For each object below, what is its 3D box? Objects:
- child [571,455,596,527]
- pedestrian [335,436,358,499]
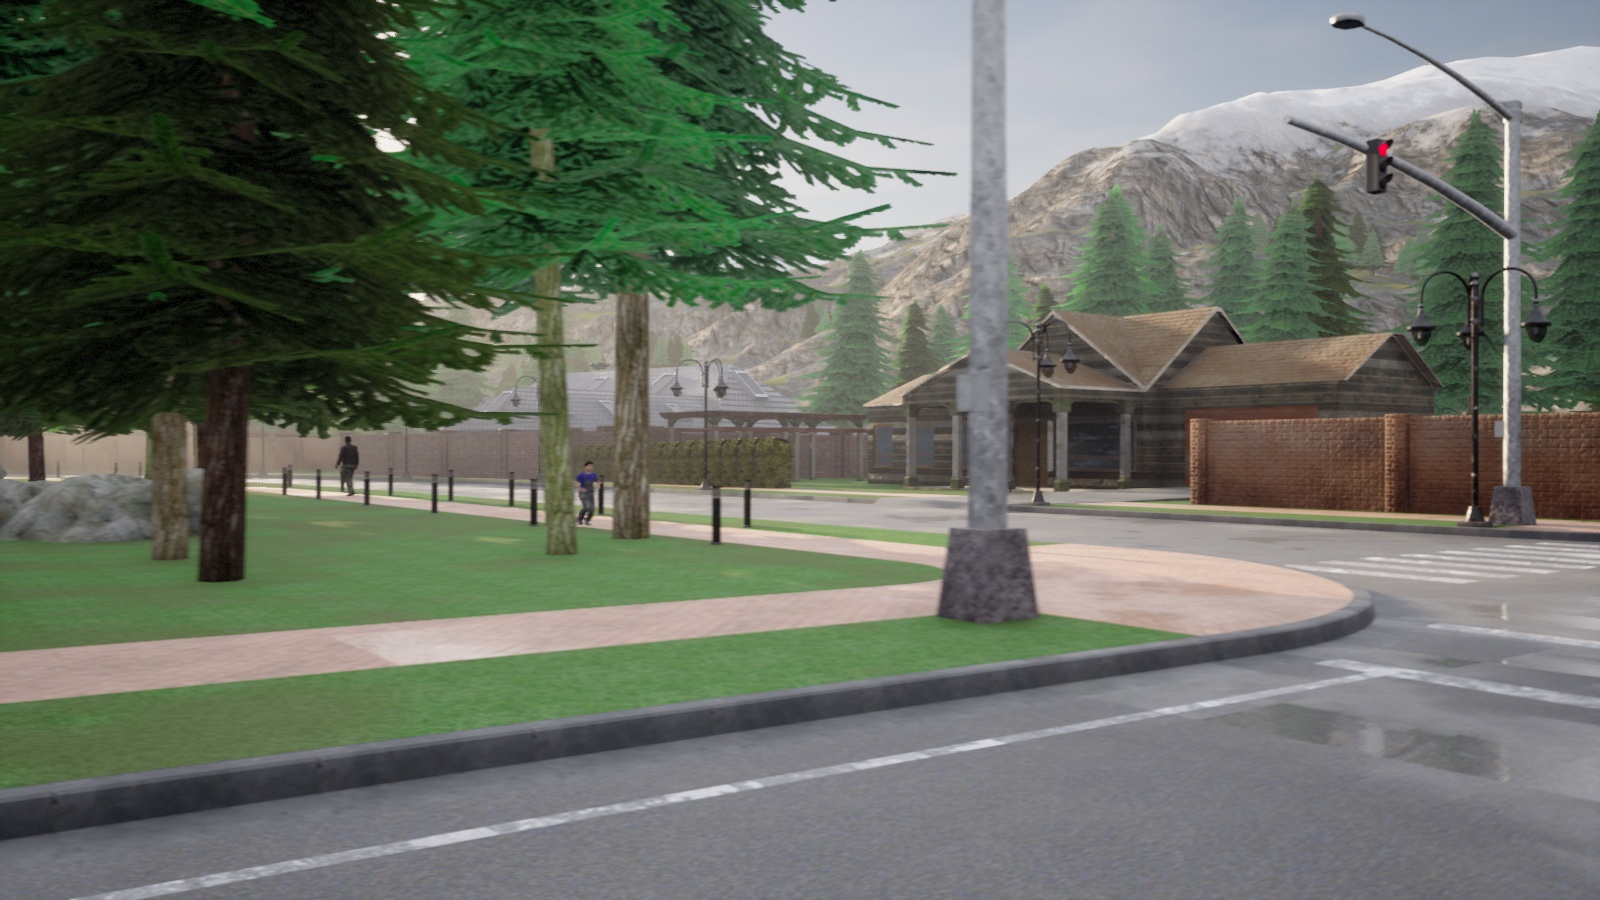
[{"bbox_3d":[-3.876,0.729,22.503,0.270,1.263,0.437,0,0,-36],"label":"child"},{"bbox_3d":[-13.459,0.505,37.238,0.431,1.840,0.703,0,0,-39],"label":"pedestrian"}]
